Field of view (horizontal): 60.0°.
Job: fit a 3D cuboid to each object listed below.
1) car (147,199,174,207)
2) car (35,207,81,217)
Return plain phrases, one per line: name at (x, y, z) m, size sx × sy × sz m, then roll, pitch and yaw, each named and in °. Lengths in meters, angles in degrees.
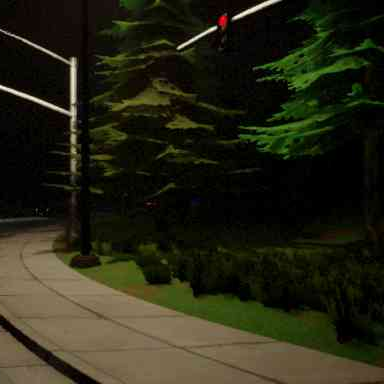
car at (-3.438, 1.569, 40.495) m, size 2.128 × 1.511 × 4.902 m, roll 0°, pitch 0°, yaw 34°
car at (-12.664, 1.686, 32.143) m, size 1.895 × 1.301 × 4.718 m, roll 0°, pitch 0°, yaw 26°
